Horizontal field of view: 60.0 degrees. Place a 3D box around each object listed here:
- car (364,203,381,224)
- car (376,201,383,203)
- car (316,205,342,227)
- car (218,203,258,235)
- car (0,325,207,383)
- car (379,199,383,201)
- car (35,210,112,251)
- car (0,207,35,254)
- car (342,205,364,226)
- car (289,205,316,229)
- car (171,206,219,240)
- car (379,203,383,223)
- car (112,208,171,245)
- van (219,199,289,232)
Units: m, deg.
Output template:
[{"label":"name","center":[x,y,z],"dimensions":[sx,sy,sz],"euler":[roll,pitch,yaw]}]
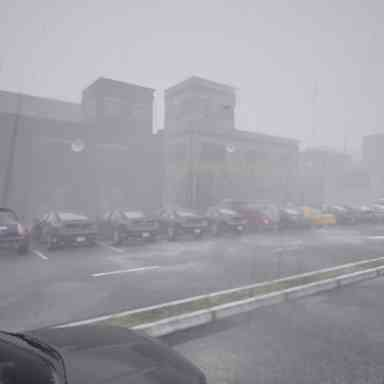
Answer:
[{"label":"car","center":[12.324,1.837,27.402],"dimensions":[2.163,1.488,4.792],"euler":[1,-1,-36]},{"label":"car","center":[16.827,1.889,30.585],"dimensions":[2.097,1.535,5.008],"euler":[1,-1,-36]},{"label":"car","center":[7.746,1.728,24.327],"dimensions":[1.946,1.575,5.366],"euler":[1,-1,-36]},{"label":"car","center":[1.123,1.625,19.367],"dimensions":[2.231,1.521,4.892],"euler":[1,0,-36]},{"label":"car","center":[-2.037,1.498,1.680],"dimensions":[4.892,1.490,1.837],"euler":[0,0,-35]},{"label":"car","center":[19.060,1.680,32.207],"dimensions":[2.435,2.045,5.566],"euler":[1,-1,-36]},{"label":"car","center":[-5.609,1.528,14.563],"dimensions":[2.231,1.521,4.892],"euler":[1,0,-36]},{"label":"car","center":[-7.837,1.371,12.943],"dimensions":[2.185,1.767,4.553],"euler":[1,0,-36]},{"label":"car","center":[10.100,1.770,25.771],"dimensions":[2.231,1.521,4.892],"euler":[1,-1,-36]},{"label":"car","center":[5.609,1.734,22.572],"dimensions":[2.002,1.452,4.674],"euler":[1,-1,-36]},{"label":"car","center":[-1.120,1.592,17.766],"dimensions":[2.231,1.521,4.892],"euler":[1,0,-36]},{"label":"car","center":[14.583,1.888,28.981],"dimensions":[2.002,1.452,4.674],"euler":[1,-1,-36]},{"label":"car","center":[-3.364,1.559,16.165],"dimensions":[2.231,1.521,4.892],"euler":[1,0,-36]},{"label":"van","center":[3.536,1.434,20.951],"dimensions":[1.878,1.987,4.442],"euler":[1,-1,-35]}]
